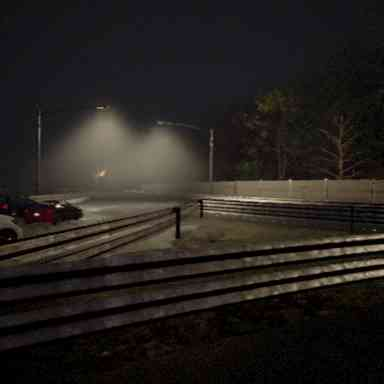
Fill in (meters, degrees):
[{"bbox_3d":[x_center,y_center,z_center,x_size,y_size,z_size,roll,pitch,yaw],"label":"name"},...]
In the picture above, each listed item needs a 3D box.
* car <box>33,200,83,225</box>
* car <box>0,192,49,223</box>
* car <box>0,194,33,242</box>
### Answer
[{"bbox_3d":[-8.397,1.197,20.511,1.994,1.385,4.181,1,1,7],"label":"car"},{"bbox_3d":[-11.722,0.925,22.103,2.097,1.767,4.553,1,1,7],"label":"car"},{"bbox_3d":[-6.964,1.025,8.394,2.150,2.045,5.566,1,1,14],"label":"car"}]
